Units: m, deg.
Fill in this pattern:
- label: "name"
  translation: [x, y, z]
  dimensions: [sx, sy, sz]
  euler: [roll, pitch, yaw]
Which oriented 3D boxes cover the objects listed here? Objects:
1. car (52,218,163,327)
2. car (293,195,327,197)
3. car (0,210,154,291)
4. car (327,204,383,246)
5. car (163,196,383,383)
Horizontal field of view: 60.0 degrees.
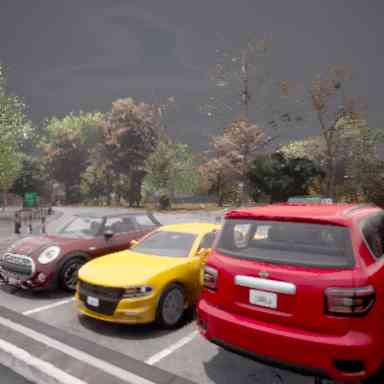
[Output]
- label: "car"
  translation: [-0.129, 1.457, 7.299]
  dimensions: [2.097, 1.535, 5.008]
  euler: [0, 0, 35]
- label: "car"
  translation: [6.173, 1.208, 17.822]
  dimensions: [2.435, 2.045, 5.566]
  euler: [0, 0, 35]
- label: "car"
  translation: [-2.602, 1.335, 9.061]
  dimensions: [2.185, 1.767, 4.553]
  euler: [0, 0, 35]
- label: "car"
  translation: [8.373, 1.457, 16.310]
  dimensions: [2.231, 1.521, 4.892]
  euler: [0, 0, 35]
- label: "car"
  translation: [2.275, 1.203, 5.646]
  dimensions: [2.435, 2.045, 5.566]
  euler: [0, 0, 35]
